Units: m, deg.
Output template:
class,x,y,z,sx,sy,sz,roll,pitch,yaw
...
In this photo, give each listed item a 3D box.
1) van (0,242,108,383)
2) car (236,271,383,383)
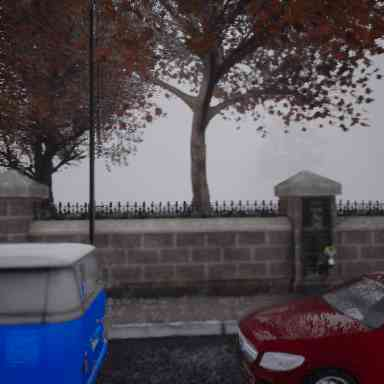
class,x,y,z,sx,sy,sz,roll,pitch,yaw
van,-2.953,1.491,3.683,3.998,1.788,1.690,0,-2,-5
car,2.661,1.695,4.134,4.206,1.307,1.802,0,-2,-5
